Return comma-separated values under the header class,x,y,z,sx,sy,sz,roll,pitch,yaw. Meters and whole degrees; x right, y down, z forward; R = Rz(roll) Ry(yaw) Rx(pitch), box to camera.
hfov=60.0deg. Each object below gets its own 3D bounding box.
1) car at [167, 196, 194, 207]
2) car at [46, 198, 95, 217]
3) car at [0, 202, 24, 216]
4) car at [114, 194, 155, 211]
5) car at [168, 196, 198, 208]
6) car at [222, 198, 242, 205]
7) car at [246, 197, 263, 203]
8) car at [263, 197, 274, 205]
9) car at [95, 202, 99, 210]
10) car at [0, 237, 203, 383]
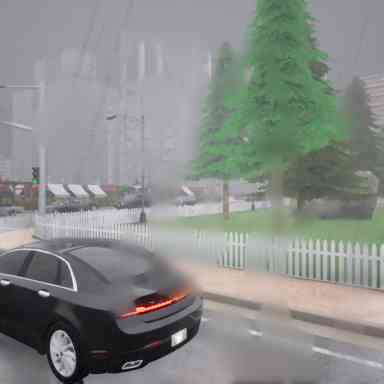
class,x,y,z,sx,sy,sz,roll,pitch,yaw
car,-1.834,1.505,53.865,1.837,1.490,4.892,0,0,34
car,-12.276,1.491,32.092,2.128,1.511,4.902,0,0,34
car,-17.970,1.601,30.006,1.895,1.301,4.718,0,0,36
car,-6.804,1.221,40.240,2.150,2.045,5.566,0,0,34
car,-1.101,1.352,48.703,2.097,1.767,4.553,0,0,34
car,6.403,1.526,53.270,1.812,1.442,4.674,0,0,34
car,11.889,1.221,61.459,2.150,2.045,5.566,0,0,34
car,14.987,1.564,59.794,1.994,1.385,4.181,0,0,34
car,-12.835,1.478,37.538,1.882,1.535,5.008,0,0,34
car,-2.121,1.505,5.440,4.892,1.490,1.837,0,0,36
